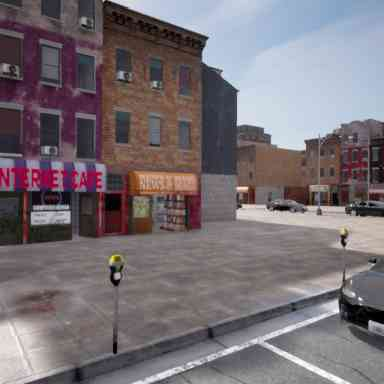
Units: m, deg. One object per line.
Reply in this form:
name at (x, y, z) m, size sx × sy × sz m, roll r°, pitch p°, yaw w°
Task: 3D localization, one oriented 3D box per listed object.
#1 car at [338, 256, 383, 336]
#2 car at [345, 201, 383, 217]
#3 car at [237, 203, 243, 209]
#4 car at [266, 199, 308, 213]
car at (4.435, 1.567, 5.954) m, size 4.313 × 1.339 × 1.947 m, roll 0°, pitch 0°, yaw -35°
car at (15.889, 1.542, 28.976) m, size 1.837 × 1.490 × 4.892 m, roll 1°, pitch 0°, yaw -35°
car at (4.420, 1.626, 45.162) m, size 2.033 × 1.411 × 5.357 m, roll 1°, pitch 0°, yaw -36°
car at (10.412, 1.549, 36.712) m, size 2.128 × 1.511 × 4.902 m, roll 1°, pitch 0°, yaw -35°
